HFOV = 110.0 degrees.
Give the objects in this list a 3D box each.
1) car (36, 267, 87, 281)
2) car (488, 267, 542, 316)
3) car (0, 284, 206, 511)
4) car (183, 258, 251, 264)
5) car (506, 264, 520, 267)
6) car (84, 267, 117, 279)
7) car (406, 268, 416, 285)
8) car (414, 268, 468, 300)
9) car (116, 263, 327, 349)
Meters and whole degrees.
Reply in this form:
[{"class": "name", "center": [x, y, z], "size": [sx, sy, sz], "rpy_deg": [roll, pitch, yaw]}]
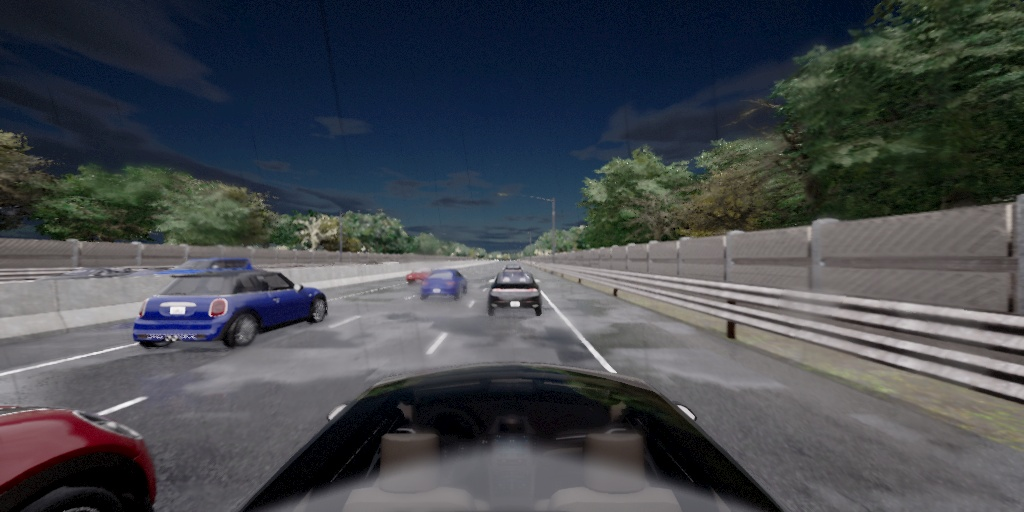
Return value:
[{"class": "car", "center": [-24.497, 1.406, 21.104], "size": [2.128, 1.511, 4.902], "rpy_deg": [0, -1, 0]}, {"class": "car", "center": [0.102, 1.345, 13.982], "size": [2.128, 1.511, 4.902], "rpy_deg": [0, 0, 0]}, {"class": "car", "center": [-3.401, 1.091, 0.451], "size": [2.097, 1.767, 4.553], "rpy_deg": [0, -1, 0]}, {"class": "car", "center": [-17.502, 1.131, 20.700], "size": [2.150, 2.045, 5.566], "rpy_deg": [0, -1, 0]}, {"class": "car", "center": [0.107, 1.518, 33.677], "size": [2.128, 1.511, 4.902], "rpy_deg": [0, 0, 0]}, {"class": "car", "center": [-20.997, 1.460, 21.239], "size": [2.033, 1.411, 5.357], "rpy_deg": [0, -1, 0]}, {"class": "car", "center": [-6.894, 1.581, 28.702], "size": [1.895, 1.301, 4.718], "rpy_deg": [0, 0, 0]}, {"class": "car", "center": [-3.396, 1.416, 18.476], "size": [1.812, 1.442, 4.674], "rpy_deg": [0, 0, 0]}, {"class": "car", "center": [-6.899, 1.165, 9.526], "size": [2.097, 1.767, 4.553], "rpy_deg": [0, -1, 0]}]
